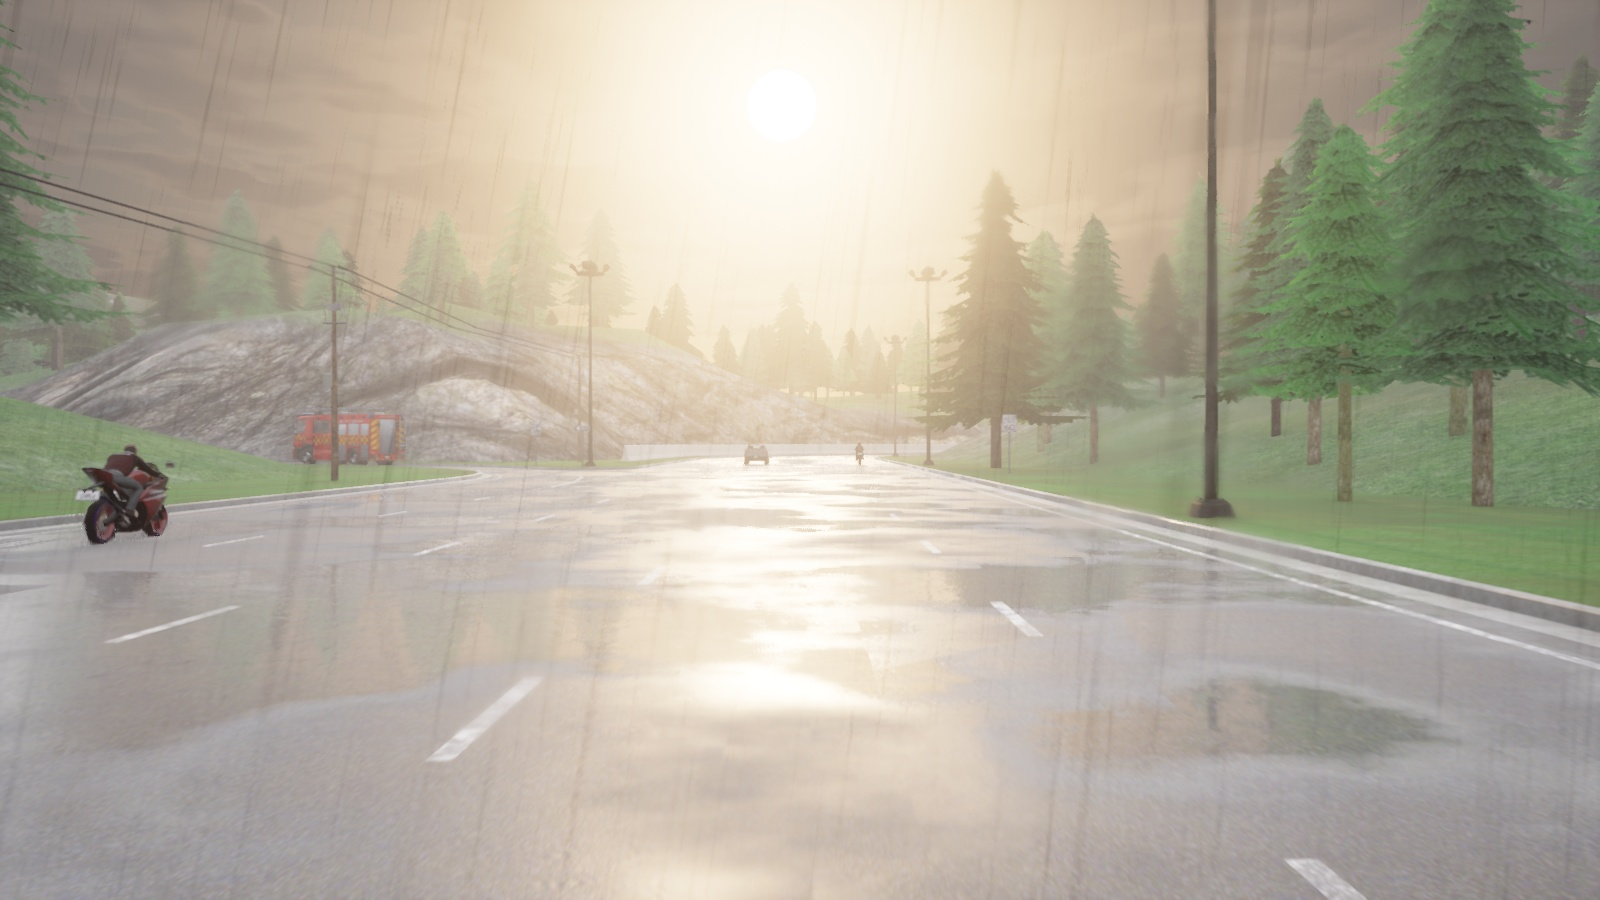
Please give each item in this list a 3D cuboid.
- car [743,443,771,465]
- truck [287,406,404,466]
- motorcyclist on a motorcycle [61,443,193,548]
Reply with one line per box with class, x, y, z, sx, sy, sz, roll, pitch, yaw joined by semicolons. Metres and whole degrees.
car;-2.987;0.264;87.540;1.845;1.501;3.633;0;0;0
truck;-30.126;-0.911;83.085;8.468;3.827;2.891;0;0;34
motorcyclist on a motorcycle;-10.374;0.663;19.466;0.866;1.530;2.191;0;0;0
